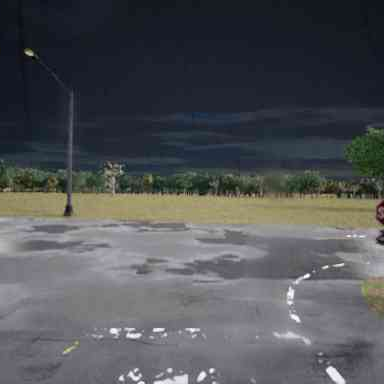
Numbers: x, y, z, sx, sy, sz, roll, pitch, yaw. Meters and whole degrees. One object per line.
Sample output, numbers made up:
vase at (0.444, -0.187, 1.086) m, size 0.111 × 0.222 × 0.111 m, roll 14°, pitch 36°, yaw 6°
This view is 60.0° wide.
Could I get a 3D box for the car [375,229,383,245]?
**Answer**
car at (11.291, 2.119, 14.950) m, size 5.357 × 1.411 × 2.033 m, roll 2°, pitch 1°, yaw 0°
